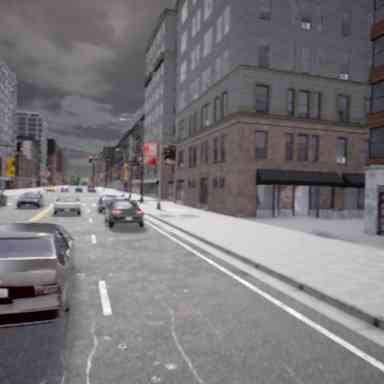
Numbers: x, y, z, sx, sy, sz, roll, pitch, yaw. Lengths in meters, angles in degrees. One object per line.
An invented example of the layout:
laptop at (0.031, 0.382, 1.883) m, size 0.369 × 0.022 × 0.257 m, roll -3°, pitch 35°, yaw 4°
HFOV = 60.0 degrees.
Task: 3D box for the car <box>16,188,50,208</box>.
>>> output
car at (-14.518, 0.672, 30.230) m, size 2.033 × 1.411 × 5.357 m, roll 1°, pitch 1°, yaw -18°

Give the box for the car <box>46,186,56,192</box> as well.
car at (-34.442, -0.735, 81.133) m, size 1.882 × 1.535 × 5.008 m, roll 1°, pitch 1°, yaw -18°

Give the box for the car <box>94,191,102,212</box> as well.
car at (-6.949, 0.917, 28.004) m, size 2.033 × 1.411 × 5.357 m, roll 1°, pitch 1°, yaw -18°

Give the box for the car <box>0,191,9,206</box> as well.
car at (-17.648, 0.598, 29.361) m, size 2.033 × 1.411 × 5.357 m, roll 1°, pitch 1°, yaw -18°

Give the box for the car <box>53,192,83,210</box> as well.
car at (-9.501, 0.935, 25.661) m, size 1.895 × 1.301 × 4.718 m, roll 1°, pitch 1°, yaw -18°

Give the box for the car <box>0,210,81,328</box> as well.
car at (-3.390, 1.343, 6.835) m, size 2.033 × 1.411 × 5.357 m, roll 1°, pitch 1°, yaw -18°

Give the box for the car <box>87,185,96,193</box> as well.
car at (-25.947, -0.467, 86.526) m, size 1.895 × 1.301 × 4.718 m, roll 1°, pitch 1°, yaw -18°

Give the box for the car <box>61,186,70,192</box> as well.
car at (-31.354, -0.617, 82.138) m, size 2.128 × 1.511 × 4.902 m, roll 1°, pitch 1°, yaw -18°

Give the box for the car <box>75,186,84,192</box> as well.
car at (-29.024, -0.655, 85.491) m, size 1.882 × 1.535 × 5.008 m, roll 1°, pitch 1°, yaw -18°

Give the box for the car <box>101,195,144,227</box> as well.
car at (-3.892, 1.120, 18.915) m, size 1.812 × 1.442 × 4.674 m, roll 1°, pitch 1°, yaw -19°
